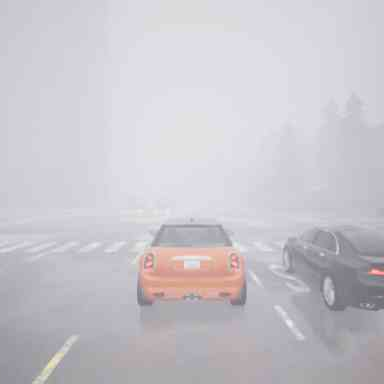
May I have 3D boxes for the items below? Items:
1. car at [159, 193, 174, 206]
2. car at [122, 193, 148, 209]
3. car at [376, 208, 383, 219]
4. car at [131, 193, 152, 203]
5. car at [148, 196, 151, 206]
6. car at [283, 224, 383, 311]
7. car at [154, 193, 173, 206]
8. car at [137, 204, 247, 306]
[{"bbox_3d":[-4.564,1.215,58.462,2.150,2.045,5.566,0,1,-9],"label":"car"},{"bbox_3d":[-7.449,1.351,44.136,2.097,1.767,4.553,0,0,-1],"label":"car"},{"bbox_3d":[18.024,1.578,27.948,4.674,1.442,1.812,0,0,0],"label":"car"},{"bbox_3d":[-11.149,1.217,73.302,2.150,2.045,5.566,0,0,-38],"label":"car"},{"bbox_3d":[-7.885,1.560,56.150,1.994,1.385,4.181,0,0,-6],"label":"car"},{"bbox_3d":[3.521,1.504,7.734,1.837,1.490,4.892,0,0,0],"label":"car"},{"bbox_3d":[-3.969,1.350,45.193,2.097,1.767,4.553,0,0,-1],"label":"car"},{"bbox_3d":[-0.008,1.352,8.199,2.097,1.767,4.553,0,0,0],"label":"car"}]
